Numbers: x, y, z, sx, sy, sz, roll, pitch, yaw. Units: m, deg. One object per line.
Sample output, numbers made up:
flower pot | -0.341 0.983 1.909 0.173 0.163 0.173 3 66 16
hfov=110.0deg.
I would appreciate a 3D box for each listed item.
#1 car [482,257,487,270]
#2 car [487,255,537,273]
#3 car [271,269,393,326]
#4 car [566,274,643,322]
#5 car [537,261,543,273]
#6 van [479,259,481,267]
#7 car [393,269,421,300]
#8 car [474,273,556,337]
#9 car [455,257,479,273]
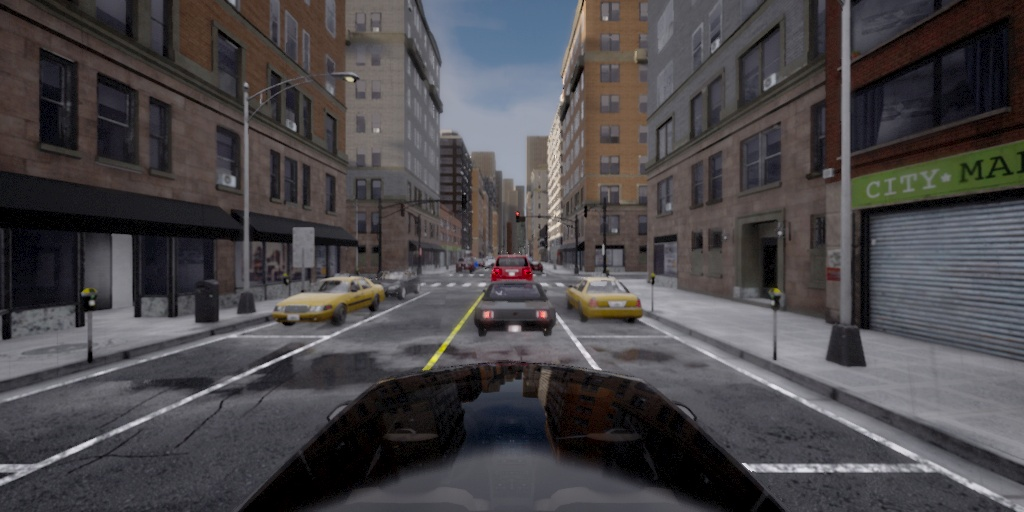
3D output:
car | -3.096 1.271 53.688 1.812 1.442 4.674 0 0 0
car | -0.003 0.966 20.054 2.150 2.045 5.566 0 0 0
car | -5.670 1.271 11.705 1.751 1.417 4.829 0 0 0
car | 2.855 1.271 12.046 1.751 1.417 4.829 0 0 0
car | 2.849 1.289 44.175 1.888 1.381 4.507 0 0 0
van | -5.678 1.086 49.675 1.690 1.789 3.998 0 0 0
car | -5.671 1.295 17.401 2.007 1.370 4.403 0 0 0
car | 0.080 1.348 10.285 1.895 1.301 4.718 0 0 0
car | -5.677 1.059 44.174 2.192 1.841 5.009 0 0 0
